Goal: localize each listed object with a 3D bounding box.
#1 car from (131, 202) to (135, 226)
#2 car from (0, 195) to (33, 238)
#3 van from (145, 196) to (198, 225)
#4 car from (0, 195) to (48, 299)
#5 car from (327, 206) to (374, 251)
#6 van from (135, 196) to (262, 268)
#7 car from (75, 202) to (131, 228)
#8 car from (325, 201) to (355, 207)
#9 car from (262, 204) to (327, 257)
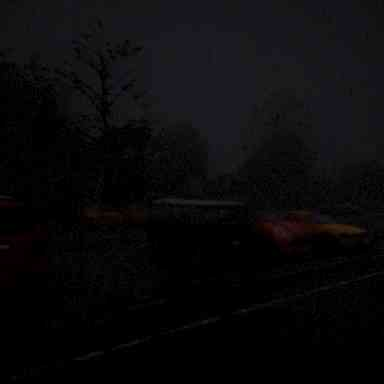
[{"bbox_3d":[-4.109,1.492,23.651,1.946,1.575,5.366,1,0,-36],"label":"car"},{"bbox_3d":[-10.785,1.200,18.585,2.435,2.045,5.566,0,0,-36],"label":"car"},{"bbox_3d":[-1.663,1.297,25.039,1.878,1.987,4.442,1,0,-36],"label":"van"},{"bbox_3d":[-4.966,1.198,7.720,2.435,2.045,5.566,0,0,-36],"label":"car"},{"bbox_3d":[5.013,1.511,14.645,1.946,1.575,5.366,1,0,-36],"label":"car"},{"bbox_3d":[0.005,1.241,11.413,1.878,1.987,4.442,0,0,-36],"label":"van"},{"bbox_3d":[-6.270,1.471,22.097,1.946,1.575,5.366,0,0,-36],"label":"car"},{"bbox_3d":[15.160,1.986,37.249,2.002,1.452,4.674,2,-1,-36],"label":"car"},{"bbox_3d":[2.520,1.360,13.117,2.185,1.767,4.553,1,0,-36],"label":"car"}]
